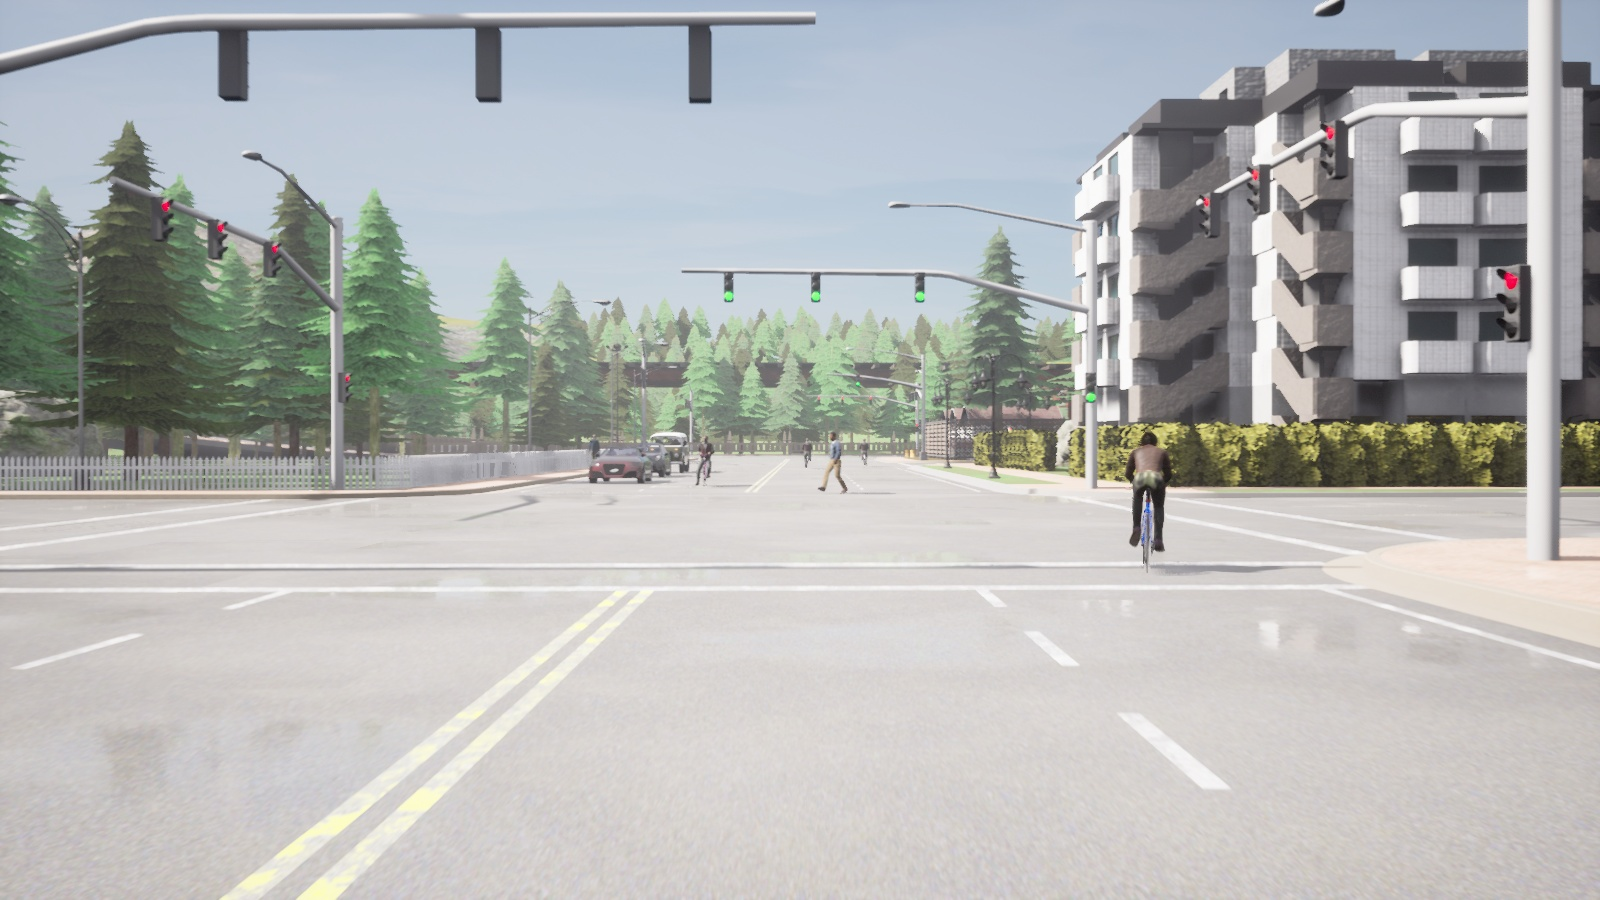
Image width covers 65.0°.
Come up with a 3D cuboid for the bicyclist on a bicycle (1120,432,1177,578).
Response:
[{"bbox_3d":[4.145,0.618,14.931,0.582,1.620,1.656,2,0,16],"label":"bicyclist on a bicycle"}]

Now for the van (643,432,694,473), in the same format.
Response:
[{"bbox_3d":[-6.622,0.107,63.468,2.069,2.038,4.480,0,0,1],"label":"van"}]

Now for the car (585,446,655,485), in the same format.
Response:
[{"bbox_3d":[-6.716,0.539,47.294,1.994,1.385,4.181,0,0,0],"label":"car"}]

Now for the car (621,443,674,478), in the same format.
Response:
[{"bbox_3d":[-6.671,0.444,55.237,1.845,1.501,3.633,0,0,0],"label":"car"}]

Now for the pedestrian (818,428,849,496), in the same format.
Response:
[{"bbox_3d":[0.973,0.331,36.331,0.788,1.949,0.423,0,0,-28],"label":"pedestrian"}]

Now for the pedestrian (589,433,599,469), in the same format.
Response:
[{"bbox_3d":[-10.668,0.030,64.966,0.402,1.842,0.726,0,0,1],"label":"pedestrian"}]
